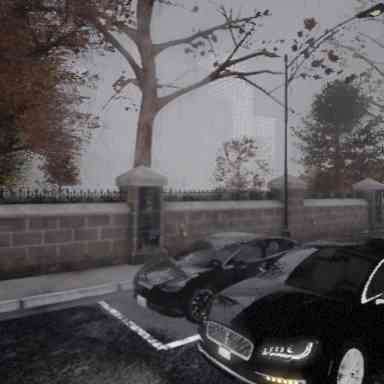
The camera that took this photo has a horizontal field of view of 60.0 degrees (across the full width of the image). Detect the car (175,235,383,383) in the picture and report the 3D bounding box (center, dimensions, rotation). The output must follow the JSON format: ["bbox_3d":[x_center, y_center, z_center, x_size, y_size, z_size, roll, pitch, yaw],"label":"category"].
[{"bbox_3d":[2.339,1.515,5.042,4.892,1.490,1.837,0,0,-35],"label":"car"}]

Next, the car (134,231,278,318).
[{"bbox_3d":[0.884,1.577,7.185,4.313,1.339,1.947,0,0,-35],"label":"car"}]
